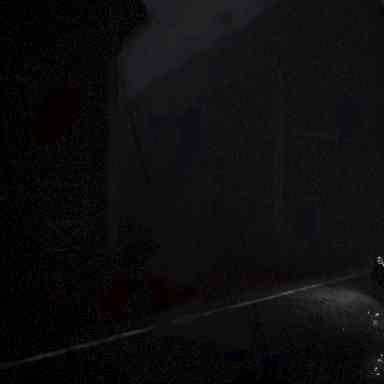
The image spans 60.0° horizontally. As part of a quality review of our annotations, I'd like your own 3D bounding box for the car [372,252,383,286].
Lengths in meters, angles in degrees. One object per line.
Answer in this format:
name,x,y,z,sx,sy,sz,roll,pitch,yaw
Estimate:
car,6.491,1.603,8.331,4.674,1.442,1.812,1,0,-33
